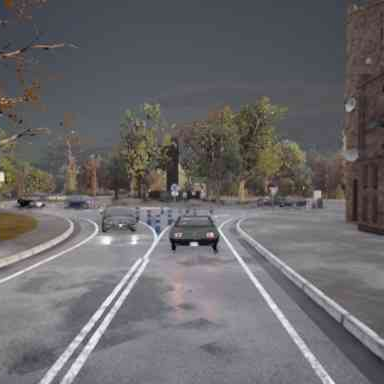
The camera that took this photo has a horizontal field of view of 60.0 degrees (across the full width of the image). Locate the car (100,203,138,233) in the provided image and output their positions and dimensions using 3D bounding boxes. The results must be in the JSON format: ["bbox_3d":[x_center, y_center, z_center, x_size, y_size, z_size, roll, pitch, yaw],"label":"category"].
[{"bbox_3d":[-4.402,1.522,19.913,1.837,1.490,4.892,1,0,-15],"label":"car"}]

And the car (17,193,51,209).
[{"bbox_3d":[-19.200,1.222,39.590,4.902,1.511,2.128,1,2,43],"label":"car"}]

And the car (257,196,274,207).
[{"bbox_3d":[10.393,1.183,43.345,4.674,1.442,1.812,-1,1,-39],"label":"car"}]

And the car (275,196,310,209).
[{"bbox_3d":[12.620,1.210,40.968,4.892,1.490,1.837,-1,1,-40],"label":"car"}]

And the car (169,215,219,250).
[{"bbox_3d":[0.113,1.638,14.604,1.895,1.301,4.718,0,0,1],"label":"car"}]

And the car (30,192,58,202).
[{"bbox_3d":[-26.371,0.832,59.410,2.128,1.511,4.902,0,1,10],"label":"car"}]

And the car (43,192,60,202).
[{"bbox_3d":[-23.440,0.978,57.528,1.895,1.301,4.718,0,1,8],"label":"car"}]

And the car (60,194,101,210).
[{"bbox_3d":[-12.825,1.093,39.077,4.553,1.767,2.097,1,1,31],"label":"car"}]
